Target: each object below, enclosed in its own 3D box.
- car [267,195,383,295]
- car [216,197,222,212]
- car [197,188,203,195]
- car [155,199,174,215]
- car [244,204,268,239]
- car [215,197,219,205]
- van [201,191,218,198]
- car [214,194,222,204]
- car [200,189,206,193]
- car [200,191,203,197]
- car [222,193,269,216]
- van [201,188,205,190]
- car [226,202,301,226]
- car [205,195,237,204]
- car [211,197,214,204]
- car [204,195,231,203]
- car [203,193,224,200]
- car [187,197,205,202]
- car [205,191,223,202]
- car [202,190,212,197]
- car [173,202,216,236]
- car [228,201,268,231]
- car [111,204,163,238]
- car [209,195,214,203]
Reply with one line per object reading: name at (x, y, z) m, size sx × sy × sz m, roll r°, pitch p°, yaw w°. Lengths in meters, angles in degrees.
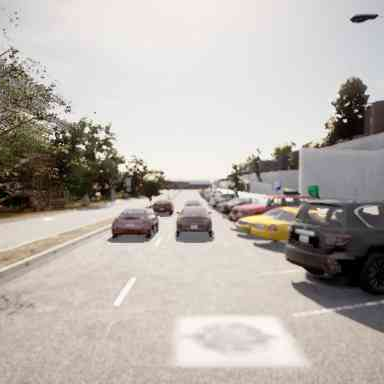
car at (5.103, 1.211, 8.601) m, size 5.566 × 2.045 × 2.435 m, roll 1°, pitch 0°, yaw -20°
car at (5.082, 1.481, 29.591) m, size 5.008 × 1.535 × 2.097 m, roll 1°, pitch 0°, yaw -20°
car at (5.108, 0.635, 92.547) m, size 5.566 × 2.045 × 2.435 m, roll 1°, pitch 1°, yaw -20°
car at (-2.879, 1.477, 34.146) m, size 1.882 × 1.535 × 5.008 m, roll 0°, pitch 0°, yaw 0°
car at (5.253, 1.457, 14.653) m, size 5.366 × 1.575 × 1.946 m, roll 1°, pitch 0°, yaw -20°
car at (5.094, 1.525, 32.592) m, size 4.674 × 1.452 × 2.002 m, roll 1°, pitch 0°, yaw -20°
van at (5.026, 0.619, 95.500) m, size 4.442 × 1.987 × 1.878 m, roll 1°, pitch 1°, yaw -20°
car at (5.125, 1.361, 35.602) m, size 4.553 × 1.767 × 2.185 m, roll 1°, pitch 0°, yaw -20°
car at (5.096, 0.883, 83.606) m, size 4.553 × 1.767 × 2.185 m, roll 1°, pitch 1°, yaw -20°
car at (5.095, 1.120, 77.618) m, size 4.792 × 1.488 × 2.163 m, roll 1°, pitch 1°, yaw -20°
car at (5.063, 1.210, 20.571) m, size 5.566 × 2.045 × 2.435 m, roll 1°, pitch 0°, yaw -20°
van at (5.237, 0.743, 86.639) m, size 4.442 × 1.987 × 1.878 m, roll 1°, pitch 1°, yaw -20°
car at (5.059, 1.496, 23.574) m, size 4.792 × 1.488 × 2.163 m, roll 1°, pitch 0°, yaw -20°
car at (5.281, 1.333, 59.689) m, size 5.366 × 1.575 × 1.946 m, roll 1°, pitch 0°, yaw -20°
car at (5.098, 1.528, 38.591) m, size 4.674 × 1.452 × 2.002 m, roll 1°, pitch 0°, yaw -20°
car at (5.087, 1.284, 65.613) m, size 4.792 × 1.488 × 2.163 m, roll 1°, pitch 1°, yaw -20°
car at (5.117, 1.089, 80.636) m, size 4.674 × 1.452 × 2.002 m, roll 1°, pitch 1°, yaw -20°
car at (0.121, 1.525, 33.631) m, size 1.812 × 1.442 × 4.674 m, roll 0°, pitch 0°, yaw 0°
car at (5.128, 1.216, 44.614) m, size 5.566 × 2.045 × 2.435 m, roll 1°, pitch 0°, yaw -20°
car at (5.082, 1.153, 53.595) m, size 5.566 × 2.045 × 2.435 m, roll 1°, pitch 1°, yaw -20°
car at (0.110, 1.497, 18.008) m, size 1.812 × 1.442 × 4.674 m, roll 0°, pitch 0°, yaw 0°
car at (4.907, 1.452, 17.519) m, size 5.366 × 1.575 × 1.946 m, roll 1°, pitch 0°, yaw -20°
car at (-2.890, 1.535, 17.587) m, size 1.994 × 1.385 × 4.181 m, roll 0°, pitch 0°, yaw 0°
car at (5.123, 1.507, 41.616) m, size 4.792 × 1.488 × 2.163 m, roll 1°, pitch 0°, yaw -20°
